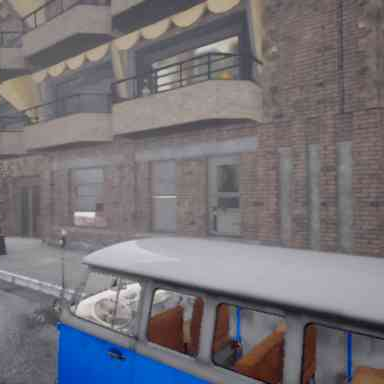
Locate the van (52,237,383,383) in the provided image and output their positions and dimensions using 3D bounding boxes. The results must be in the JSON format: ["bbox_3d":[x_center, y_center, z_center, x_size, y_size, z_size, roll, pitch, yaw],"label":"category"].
[{"bbox_3d":[0.639,1.340,2.441,3.998,1.788,1.690,0,-1,36],"label":"van"}]
